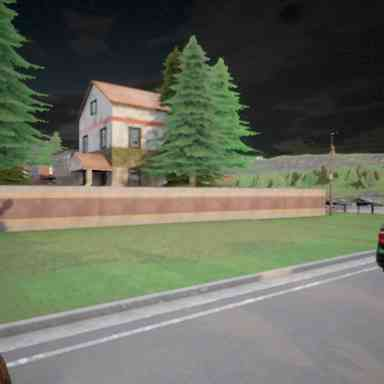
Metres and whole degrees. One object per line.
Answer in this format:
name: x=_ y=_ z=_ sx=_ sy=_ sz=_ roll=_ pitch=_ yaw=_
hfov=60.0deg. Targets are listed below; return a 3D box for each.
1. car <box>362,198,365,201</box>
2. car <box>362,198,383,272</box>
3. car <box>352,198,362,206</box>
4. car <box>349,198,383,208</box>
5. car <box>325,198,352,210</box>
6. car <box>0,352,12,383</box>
car: x=24.292 y=1.587 z=47.324 sx=1.837 sy=1.490 sz=4.892 roll=0 pitch=0 yaw=-36
car: x=7.075 y=1.241 z=8.806 sx=5.566 sy=2.045 sz=2.150 roll=0 pitch=0 yaw=-36
car: x=20.513 y=1.568 z=46.571 sx=2.128 sy=1.511 sz=4.902 roll=0 pitch=0 yaw=-36
car: x=26.399 y=1.652 z=50.383 sx=1.994 sy=1.385 sz=4.181 roll=0 pitch=0 yaw=-36
car: x=17.985 y=1.548 z=44.094 sx=1.882 sy=1.535 sz=5.008 roll=0 pitch=0 yaw=-36
car: x=-3.114 y=1.561 z=1.614 sx=4.181 sy=1.385 sz=1.994 roll=0 pitch=0 yaw=-35
